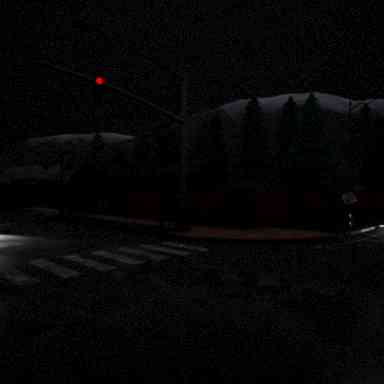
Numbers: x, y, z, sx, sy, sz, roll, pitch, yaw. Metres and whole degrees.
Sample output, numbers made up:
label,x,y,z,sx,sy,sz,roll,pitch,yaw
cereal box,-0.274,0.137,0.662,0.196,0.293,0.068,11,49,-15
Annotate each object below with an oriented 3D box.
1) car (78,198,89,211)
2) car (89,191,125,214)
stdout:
label,x,y,z,sx,sy,sz,roll,pitch,yaw
car,-8.344,0.844,30.704,1.905,1.878,3.866,1,1,44
car,-6.253,0.876,29.255,1.932,1.855,4.605,1,1,44
